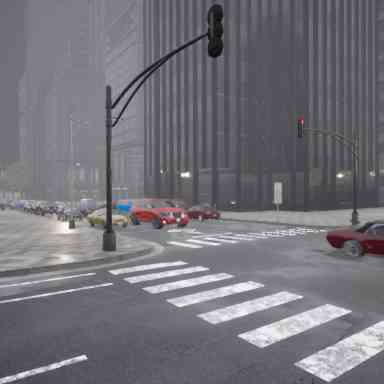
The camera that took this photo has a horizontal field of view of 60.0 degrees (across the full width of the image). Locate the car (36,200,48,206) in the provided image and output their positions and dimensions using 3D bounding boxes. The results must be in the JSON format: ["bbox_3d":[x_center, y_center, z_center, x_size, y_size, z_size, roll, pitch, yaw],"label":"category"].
[{"bbox_3d":[-37.670,2.709,83.456,2.008,1.369,4.403,-1,0,-35],"label":"car"}]

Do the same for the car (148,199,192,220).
[{"bbox_3d":[-2.319,1.668,33.613,2.192,1.841,5.009,-1,0,-35],"label":"car"}]

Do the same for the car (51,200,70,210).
[{"bbox_3d":[-22.986,2.270,57.990,1.882,1.535,5.008,0,-1,-35],"label":"car"}]

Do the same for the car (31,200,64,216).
[{"bbox_3d":[-17.649,1.900,40.478,2.192,1.841,5.009,-1,0,-35],"label":"car"}]

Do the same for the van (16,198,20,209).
[{"bbox_3d":[-26.126,2.122,52.434,1.690,1.788,3.998,-1,0,-35],"label":"van"}]

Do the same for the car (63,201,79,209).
[{"bbox_3d":[-22.623,2.406,62.238,1.802,1.307,4.206,-1,0,-35],"label":"car"}]

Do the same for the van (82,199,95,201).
[{"bbox_3d":[-17.008,2.037,54.378,1.690,1.788,3.998,-1,0,-35],"label":"van"}]

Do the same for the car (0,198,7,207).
[{"bbox_3d":[-41.210,2.666,73.710,1.887,1.381,4.507,-1,0,-35],"label":"car"}]

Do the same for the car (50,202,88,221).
[{"bbox_3d":[-11.991,2.004,32.506,2.008,1.369,4.403,-1,0,-35],"label":"car"}]

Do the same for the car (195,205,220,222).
[{"bbox_3d":[0.624,1.828,29.460,1.887,1.381,4.507,-1,0,-35],"label":"car"}]

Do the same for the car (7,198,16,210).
[{"bbox_3d":[-31.880,2.353,60.550,1.967,1.590,4.097,-1,0,-35],"label":"car"}]

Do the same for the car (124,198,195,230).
[{"bbox_3d":[-2.476,1.490,23.707,2.150,2.045,5.566,0,-1,-35],"label":"car"}]

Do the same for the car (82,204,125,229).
[{"bbox_3d":[-6.240,1.843,24.397,1.752,1.417,4.829,-1,0,-35],"label":"car"}]

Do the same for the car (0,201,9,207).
[{"bbox_3d":[-44.320,2.770,78.096,1.802,1.307,4.206,-1,0,-35],"label":"car"}]

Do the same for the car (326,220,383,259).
[{"bbox_3d":[6.875,1.593,10.533,1.895,1.301,4.718,0,0,-35],"label":"car"}]

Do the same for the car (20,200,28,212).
[{"bbox_3d":[-23.298,2.156,48.448,1.967,1.590,4.097,-1,0,-35],"label":"car"}]

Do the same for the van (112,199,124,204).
[{"bbox_3d":[-8.195,1.832,41.919,1.690,1.788,3.998,-1,0,-35],"label":"van"}]

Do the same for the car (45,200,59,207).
[{"bbox_3d":[-31.650,2.594,74.968,1.947,1.339,4.313,-1,0,-35],"label":"car"}]

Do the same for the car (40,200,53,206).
[{"bbox_3d":[-34.660,2.660,79.213,1.947,1.339,4.313,-1,0,-35],"label":"car"}]

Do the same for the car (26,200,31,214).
[{"bbox_3d":[-20.470,2.195,44.463,1.887,1.381,4.507,-1,0,-35],"label":"car"}]

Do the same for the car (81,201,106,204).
[{"bbox_3d":[-10.737,2.011,35.364,2.033,1.411,5.357,0,-1,-35],"label":"car"}]
